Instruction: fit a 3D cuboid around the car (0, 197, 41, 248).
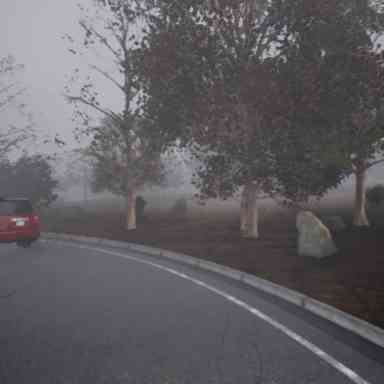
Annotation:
[{"bbox_3d":[-8.517,1.217,13.358,5.566,2.045,2.150,0,0,30],"label":"car"}]
